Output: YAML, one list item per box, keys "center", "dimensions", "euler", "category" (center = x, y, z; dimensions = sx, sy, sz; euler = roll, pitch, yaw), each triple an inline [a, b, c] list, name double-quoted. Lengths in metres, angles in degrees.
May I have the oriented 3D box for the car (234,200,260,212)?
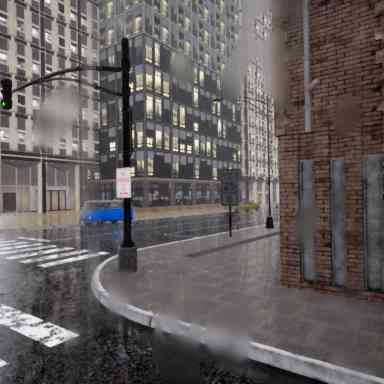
- center: [6.885, 1.689, 41.355]
  dimensions: [1.752, 1.417, 4.829]
  euler: [-2, -1, 36]
  category: "car"

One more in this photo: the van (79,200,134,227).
- center: [-5.953, 1.460, 23.448]
  dimensions: [1.690, 1.788, 3.998]
  euler: [-2, -1, 36]
  category: "van"
